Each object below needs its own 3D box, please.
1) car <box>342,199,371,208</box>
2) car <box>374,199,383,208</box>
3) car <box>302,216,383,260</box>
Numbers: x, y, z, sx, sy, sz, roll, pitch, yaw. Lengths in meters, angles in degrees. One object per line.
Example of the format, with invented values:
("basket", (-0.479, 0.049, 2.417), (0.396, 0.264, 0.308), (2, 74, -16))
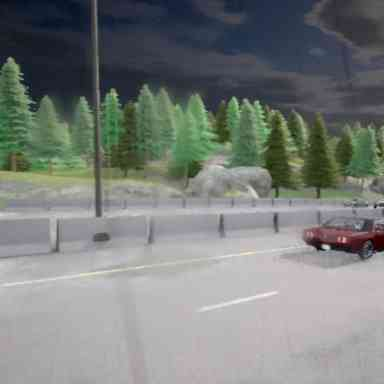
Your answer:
("car", (24.161, 1.617, 49.034), (4.718, 1.301, 1.895), (1, 0, -33))
("car", (27.724, 1.649, 47.171), (4.674, 1.442, 1.812), (1, 0, -33))
("car", (6.269, 1.523, 12.077), (4.718, 1.301, 1.895), (0, 1, -33))
